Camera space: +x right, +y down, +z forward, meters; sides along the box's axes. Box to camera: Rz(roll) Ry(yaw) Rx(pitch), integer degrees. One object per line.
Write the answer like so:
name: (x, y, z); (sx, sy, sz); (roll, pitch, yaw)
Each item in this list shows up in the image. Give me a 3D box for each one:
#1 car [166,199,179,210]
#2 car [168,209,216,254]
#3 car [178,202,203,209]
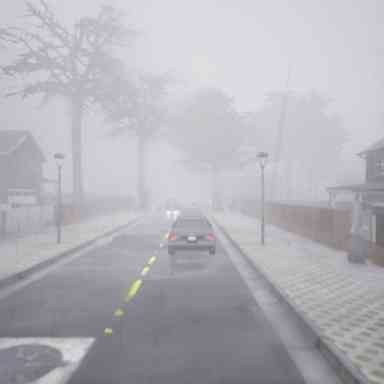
car: (-2.766, 1.729, 48.427); (2.128, 1.511, 4.902); (0, 0, 0)
car: (-0.002, 1.664, 13.980); (2.033, 1.411, 5.357); (0, 0, 0)
car: (-0.002, 1.719, 29.368); (1.812, 1.442, 4.674); (0, 0, 0)
